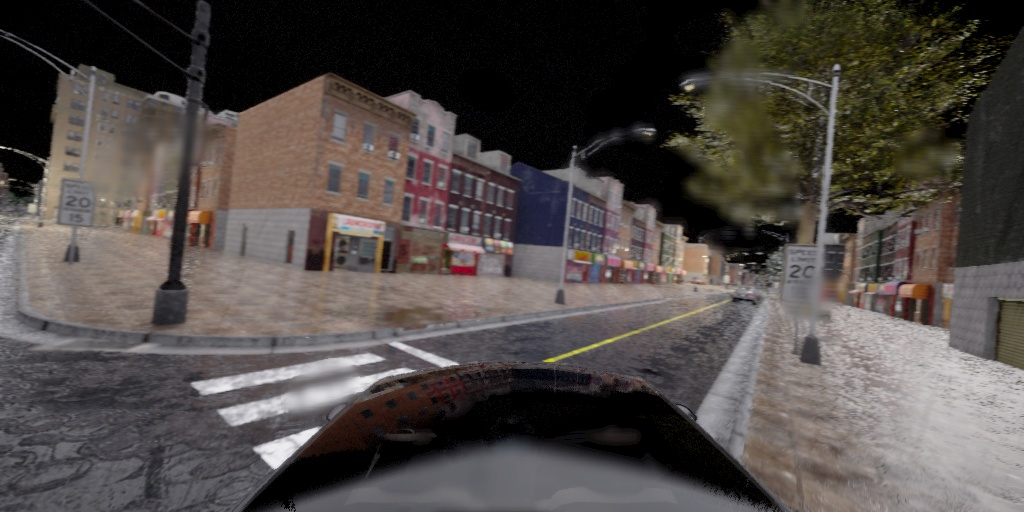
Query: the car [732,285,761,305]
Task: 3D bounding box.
[{"bbox_3d":[22.581,3.855,34.743,2.033,1.411,5.357,5,-1,36],"label":"car"}]
